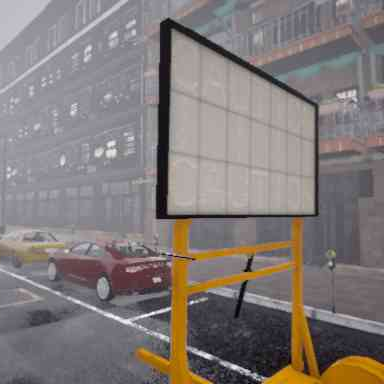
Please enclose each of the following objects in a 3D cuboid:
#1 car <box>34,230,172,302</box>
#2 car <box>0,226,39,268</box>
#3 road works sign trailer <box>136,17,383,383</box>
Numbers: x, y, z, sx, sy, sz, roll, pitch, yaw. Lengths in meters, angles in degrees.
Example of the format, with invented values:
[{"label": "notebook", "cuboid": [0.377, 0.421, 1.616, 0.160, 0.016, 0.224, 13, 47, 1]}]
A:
[{"label": "car", "cuboid": [-2.437, 1.955, 9.284, 4.507, 1.381, 1.887, -1, -5, 43]}, {"label": "car", "cuboid": [-6.597, 2.044, 13.183, 4.829, 1.417, 1.752, -2, -5, 43]}, {"label": "road works sign trailer", "cuboid": [0.423, 0.635, 3.126, 2.880, 3.560, 2.380, -1, -4, 43]}]
